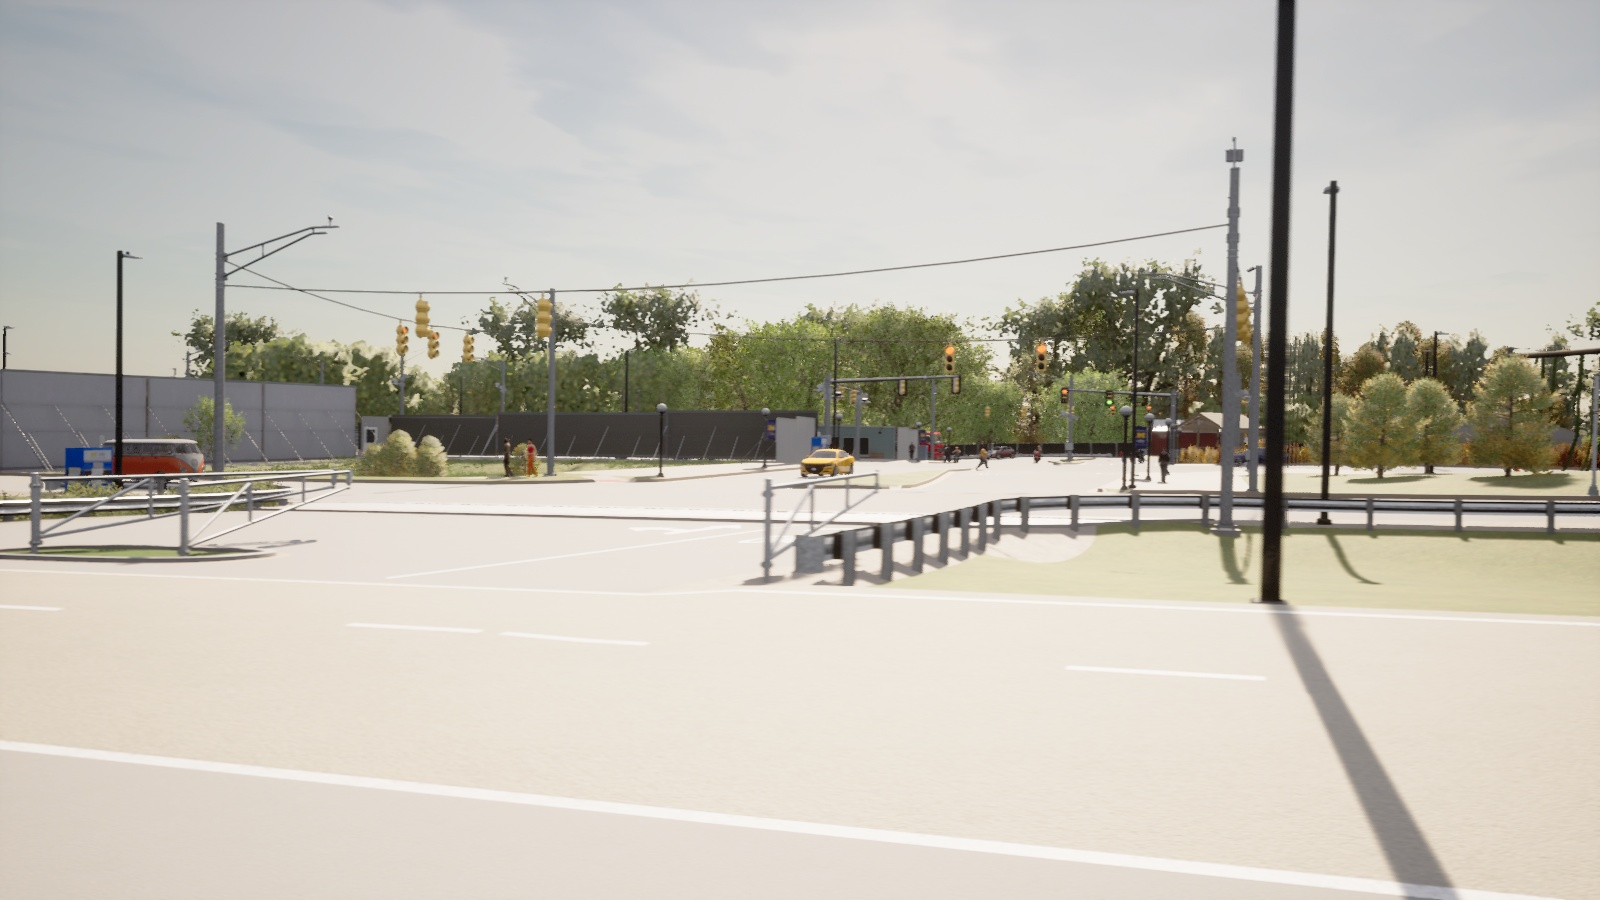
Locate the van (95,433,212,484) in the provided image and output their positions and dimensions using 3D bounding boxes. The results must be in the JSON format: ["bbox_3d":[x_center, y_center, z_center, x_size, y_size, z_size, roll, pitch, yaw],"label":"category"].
[{"bbox_3d":[-27.000,0.331,52.471,4.442,1.987,1.775,1,1,19],"label":"van"}]

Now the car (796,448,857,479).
[{"bbox_3d":[1.466,0.707,67.352,1.882,1.535,5.008,1,1,18],"label":"car"}]

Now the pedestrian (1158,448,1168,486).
[{"bbox_3d":[18.835,0.891,65.184,0.402,1.930,0.666,2,1,19],"label":"pedestrian"}]

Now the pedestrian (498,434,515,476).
[{"bbox_3d":[-13.680,0.238,58.523,0.692,1.930,0.396,1,1,-12],"label":"pedestrian"}]

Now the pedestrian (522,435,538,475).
[{"bbox_3d":[-12.661,0.245,58.866,0.594,1.836,0.345,0,2,-38],"label":"pedestrian"}]
